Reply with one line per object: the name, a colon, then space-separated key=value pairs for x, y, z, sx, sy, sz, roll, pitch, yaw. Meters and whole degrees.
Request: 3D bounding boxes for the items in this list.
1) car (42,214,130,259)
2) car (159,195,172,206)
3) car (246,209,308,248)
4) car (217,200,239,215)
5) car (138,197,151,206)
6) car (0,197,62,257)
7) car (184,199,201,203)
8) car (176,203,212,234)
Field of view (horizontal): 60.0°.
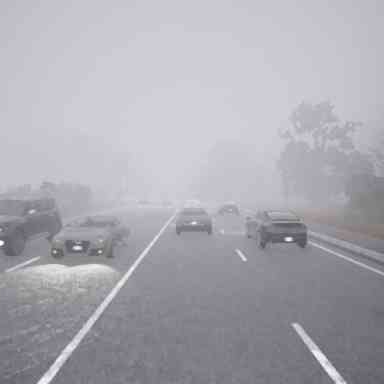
car: x=-3.596 y=1.567 z=12.424 sx=1.994 sy=1.385 sz=4.181 roll=0 pitch=0 yaw=0
car: x=-4.361 y=1.362 z=55.431 sx=2.097 sy=1.767 sz=4.553 roll=0 pitch=0 yaw=-4
car: x=3.603 y=1.508 z=14.795 sx=1.837 sy=1.490 sz=4.892 roll=0 pitch=0 yaw=0
car: x=3.586 y=1.532 z=33.519 sx=1.812 sy=1.442 sz=4.674 roll=0 pitch=0 yaw=0
car: x=-7.880 y=1.571 z=55.442 sx=1.994 sy=1.385 sz=4.181 roll=0 pitch=0 yaw=-4
car: x=-7.096 y=1.224 z=13.327 sx=2.150 sy=2.045 sz=5.566 roll=0 pitch=0 yaw=0
car: x=0.067 y=1.533 z=36.742 sx=1.812 sy=1.442 sz=4.674 roll=0 pitch=0 yaw=-1
car: x=0.106 y=1.568 z=19.145 sx=1.994 sy=1.385 sz=4.181 roll=0 pitch=0 yaw=0
